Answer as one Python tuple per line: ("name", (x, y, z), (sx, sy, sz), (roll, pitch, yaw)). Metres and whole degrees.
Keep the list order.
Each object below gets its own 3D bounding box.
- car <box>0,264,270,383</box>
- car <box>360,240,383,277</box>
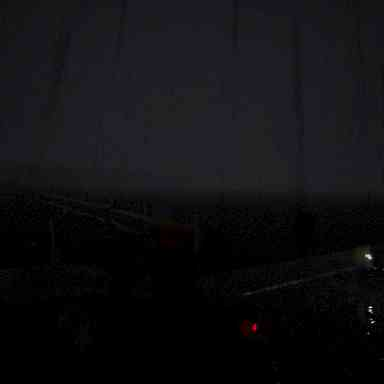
("car", (-1.729, 1.440, 2.757), (5.357, 1.411, 2.033), (0, 2, -35))
("car", (6.596, 1.422, 8.576), (5.357, 1.411, 2.033), (0, 2, -34))
